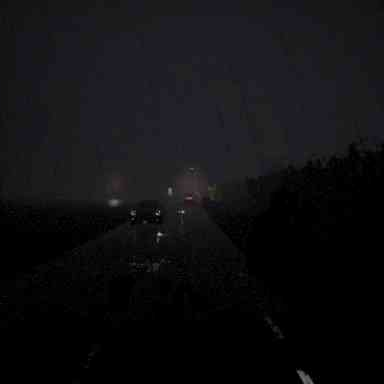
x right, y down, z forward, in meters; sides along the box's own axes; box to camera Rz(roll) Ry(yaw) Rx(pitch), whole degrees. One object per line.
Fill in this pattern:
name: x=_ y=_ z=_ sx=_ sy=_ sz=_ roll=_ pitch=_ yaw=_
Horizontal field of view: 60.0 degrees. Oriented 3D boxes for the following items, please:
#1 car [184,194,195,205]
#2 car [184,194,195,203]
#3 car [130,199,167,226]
car: x=-0.465 y=1.519 z=56.967 sx=1.895 sy=1.301 sz=4.718 roll=0 pitch=0 yaw=-1
car: x=-0.556 y=1.265 z=66.988 sx=2.097 sy=1.767 sz=4.553 roll=0 pitch=0 yaw=-1
car: x=-2.958 y=1.317 z=23.151 sx=2.097 sy=1.767 sz=4.553 roll=0 pitch=0 yaw=0
